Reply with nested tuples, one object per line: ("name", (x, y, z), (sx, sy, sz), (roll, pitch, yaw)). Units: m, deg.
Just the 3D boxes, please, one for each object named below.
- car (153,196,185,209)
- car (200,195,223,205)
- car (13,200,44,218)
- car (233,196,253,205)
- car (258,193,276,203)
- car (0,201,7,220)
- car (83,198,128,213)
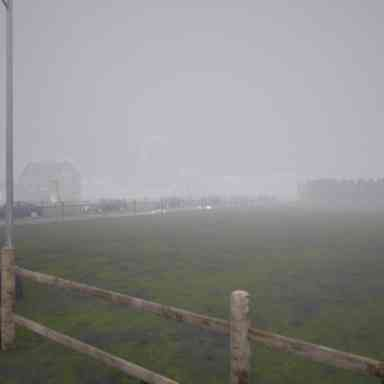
("car", (-2.851, 1.354, 42.235), (1.837, 1.490, 4.892), (-1, 0, 34))
("car", (3.056, 1.305, 50.795), (1.837, 1.490, 4.892), (-1, 0, 34))
("car", (-14.153, 1.413, 25.845), (1.882, 1.535, 5.008), (-1, 0, 36))
("car", (8.269, 1.319, 53.238), (1.994, 1.385, 4.181), (-1, 0, 35))
("car", (13.871, 1.055, 61.408), (2.097, 1.767, 4.553), (-1, 0, 36))
("car", (-14.550, 1.155, 19.979), (2.150, 2.045, 5.566), (0, 1, 41))
("car", (-8.700, 1.386, 33.724), (2.128, 1.511, 4.902), (-1, 0, 35))
